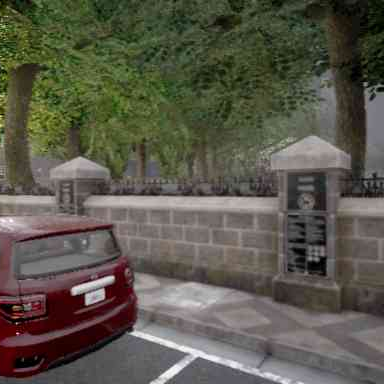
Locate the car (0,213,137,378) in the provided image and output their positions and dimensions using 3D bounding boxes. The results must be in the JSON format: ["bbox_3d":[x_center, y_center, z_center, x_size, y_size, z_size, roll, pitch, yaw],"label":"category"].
[{"bbox_3d":[-3.081,1.258,5.073,5.009,1.841,2.192,0,1,34],"label":"car"}]
